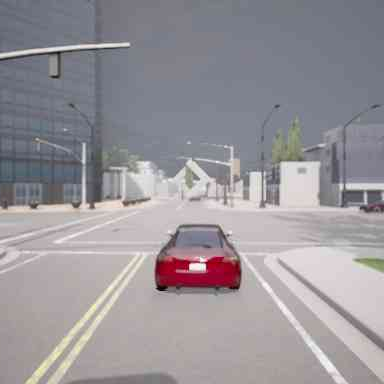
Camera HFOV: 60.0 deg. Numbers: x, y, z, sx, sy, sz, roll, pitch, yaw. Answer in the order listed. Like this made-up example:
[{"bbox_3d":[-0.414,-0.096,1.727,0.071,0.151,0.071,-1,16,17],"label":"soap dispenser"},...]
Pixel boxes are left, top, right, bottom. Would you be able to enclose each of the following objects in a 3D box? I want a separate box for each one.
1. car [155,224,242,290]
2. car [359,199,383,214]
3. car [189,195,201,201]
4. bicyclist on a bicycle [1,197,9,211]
[{"bbox_3d":[0.200,1.542,9.023,1.994,1.385,4.181,0,0,2],"label":"car"},{"bbox_3d":[19.852,1.420,33.597,5.357,1.411,2.033,0,0,-1],"label":"car"},{"bbox_3d":[0.701,1.414,73.495,1.895,1.301,4.718,0,0,12],"label":"car"},{"bbox_3d":[-21.995,1.369,39.036,0.582,1.620,1.656,-1,0,0],"label":"bicyclist on a bicycle"}]
